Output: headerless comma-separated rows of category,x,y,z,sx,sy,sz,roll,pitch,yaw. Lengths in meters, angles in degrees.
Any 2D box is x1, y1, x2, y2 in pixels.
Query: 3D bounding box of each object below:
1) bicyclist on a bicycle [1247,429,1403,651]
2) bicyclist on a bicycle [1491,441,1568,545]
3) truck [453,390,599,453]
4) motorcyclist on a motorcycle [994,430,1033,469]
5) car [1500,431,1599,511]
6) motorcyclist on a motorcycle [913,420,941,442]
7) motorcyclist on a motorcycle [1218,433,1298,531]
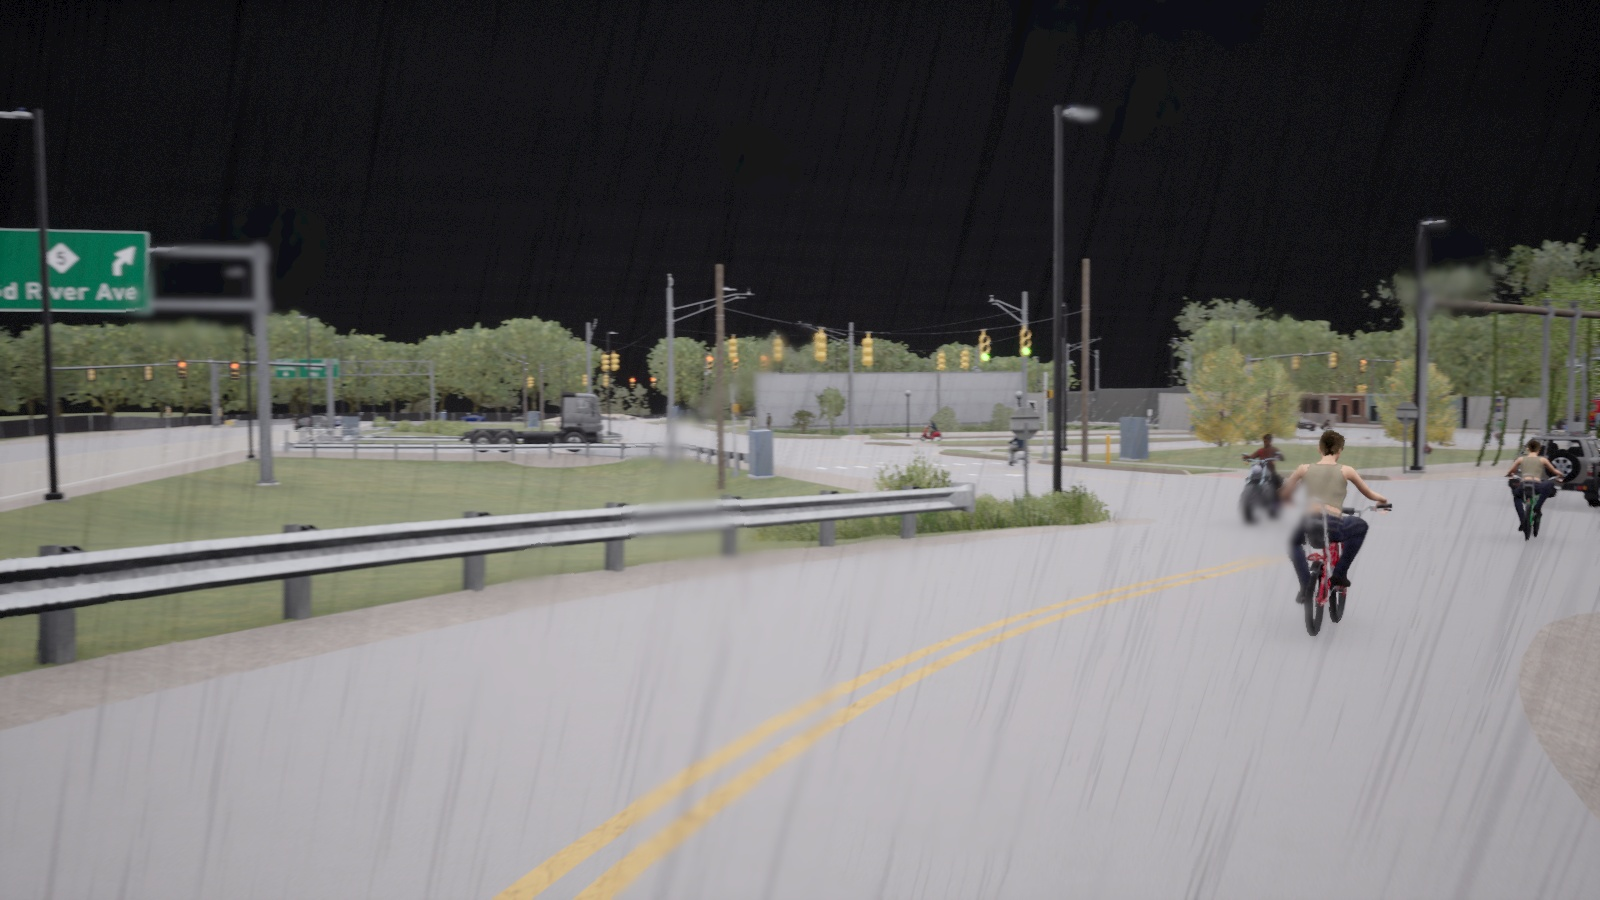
bicyclist on a bicycle,4.231,0.658,10.064,0.866,1.612,1.509,2,1,32
bicyclist on a bicycle,11.847,0.665,20.370,0.866,1.612,1.509,2,1,37
truck,-15.548,-1.636,71.204,7.936,3.462,2.891,0,2,-15
motorcyclist on a motorcycle,8.933,-0.045,52.642,0.866,1.590,1.817,-1,2,-17
car,19.861,0.474,32.477,1.932,1.855,4.605,3,2,43
motorcyclist on a motorcycle,9.204,-1.368,90.830,1.817,1.590,0.866,-1,3,-21
motorcyclist on a motorcycle,8.168,0.527,22.340,0.766,1.649,2.350,2,1,34
